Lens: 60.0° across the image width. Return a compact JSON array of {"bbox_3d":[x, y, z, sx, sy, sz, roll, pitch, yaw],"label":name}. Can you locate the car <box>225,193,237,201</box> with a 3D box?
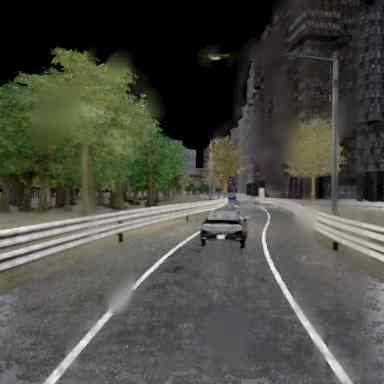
[{"bbox_3d":[9.021,1.177,78.647,2.150,2.045,5.566,0,0,-5],"label":"car"}]

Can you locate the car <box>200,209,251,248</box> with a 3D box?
[{"bbox_3d":[1.570,1.498,15.039,2.128,1.511,4.902,0,0,11],"label":"car"}]
